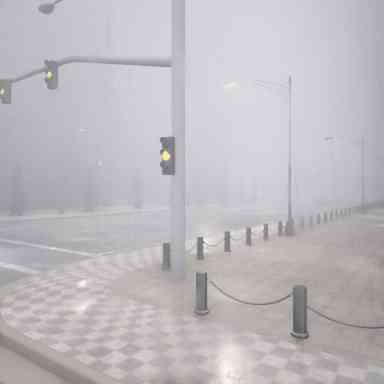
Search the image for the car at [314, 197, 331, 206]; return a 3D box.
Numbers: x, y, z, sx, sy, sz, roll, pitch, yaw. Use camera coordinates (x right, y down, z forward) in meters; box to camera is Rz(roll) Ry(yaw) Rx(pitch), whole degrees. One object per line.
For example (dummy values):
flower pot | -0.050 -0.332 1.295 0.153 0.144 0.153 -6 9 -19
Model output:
car | 21.417 1.508 54.572 1.994 1.385 4.181 0 0 35
